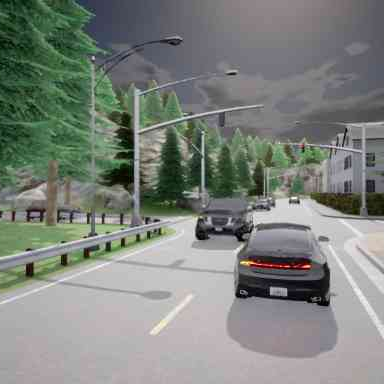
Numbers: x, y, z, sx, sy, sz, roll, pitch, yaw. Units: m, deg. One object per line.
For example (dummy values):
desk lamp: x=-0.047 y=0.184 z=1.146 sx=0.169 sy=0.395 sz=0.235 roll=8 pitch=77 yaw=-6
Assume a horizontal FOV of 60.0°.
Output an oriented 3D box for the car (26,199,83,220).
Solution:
car: x=-11.428 y=1.369 z=27.726 sx=4.553 sy=1.767 sz=2.097 roll=0 pitch=0 yaw=17

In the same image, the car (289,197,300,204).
car: x=19.234 y=1.564 z=62.531 sx=1.994 sy=1.385 sz=4.181 roll=0 pitch=0 yaw=17

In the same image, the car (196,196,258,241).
car: x=1.868 y=1.221 z=16.702 sx=2.150 sy=2.045 sz=5.566 roll=1 pitch=0 yaw=15

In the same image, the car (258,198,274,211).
car: x=8.644 y=1.564 z=41.073 sx=1.994 sy=1.385 sz=4.181 roll=0 pitch=0 yaw=17

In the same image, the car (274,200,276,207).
car: x=11.641 y=1.564 z=50.614 sx=1.994 sy=1.385 sz=4.181 roll=0 pitch=0 yaw=17

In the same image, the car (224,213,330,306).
car: x=2.237 y=1.505 z=8.165 sx=1.837 sy=1.490 sz=4.892 roll=0 pitch=0 yaw=17
